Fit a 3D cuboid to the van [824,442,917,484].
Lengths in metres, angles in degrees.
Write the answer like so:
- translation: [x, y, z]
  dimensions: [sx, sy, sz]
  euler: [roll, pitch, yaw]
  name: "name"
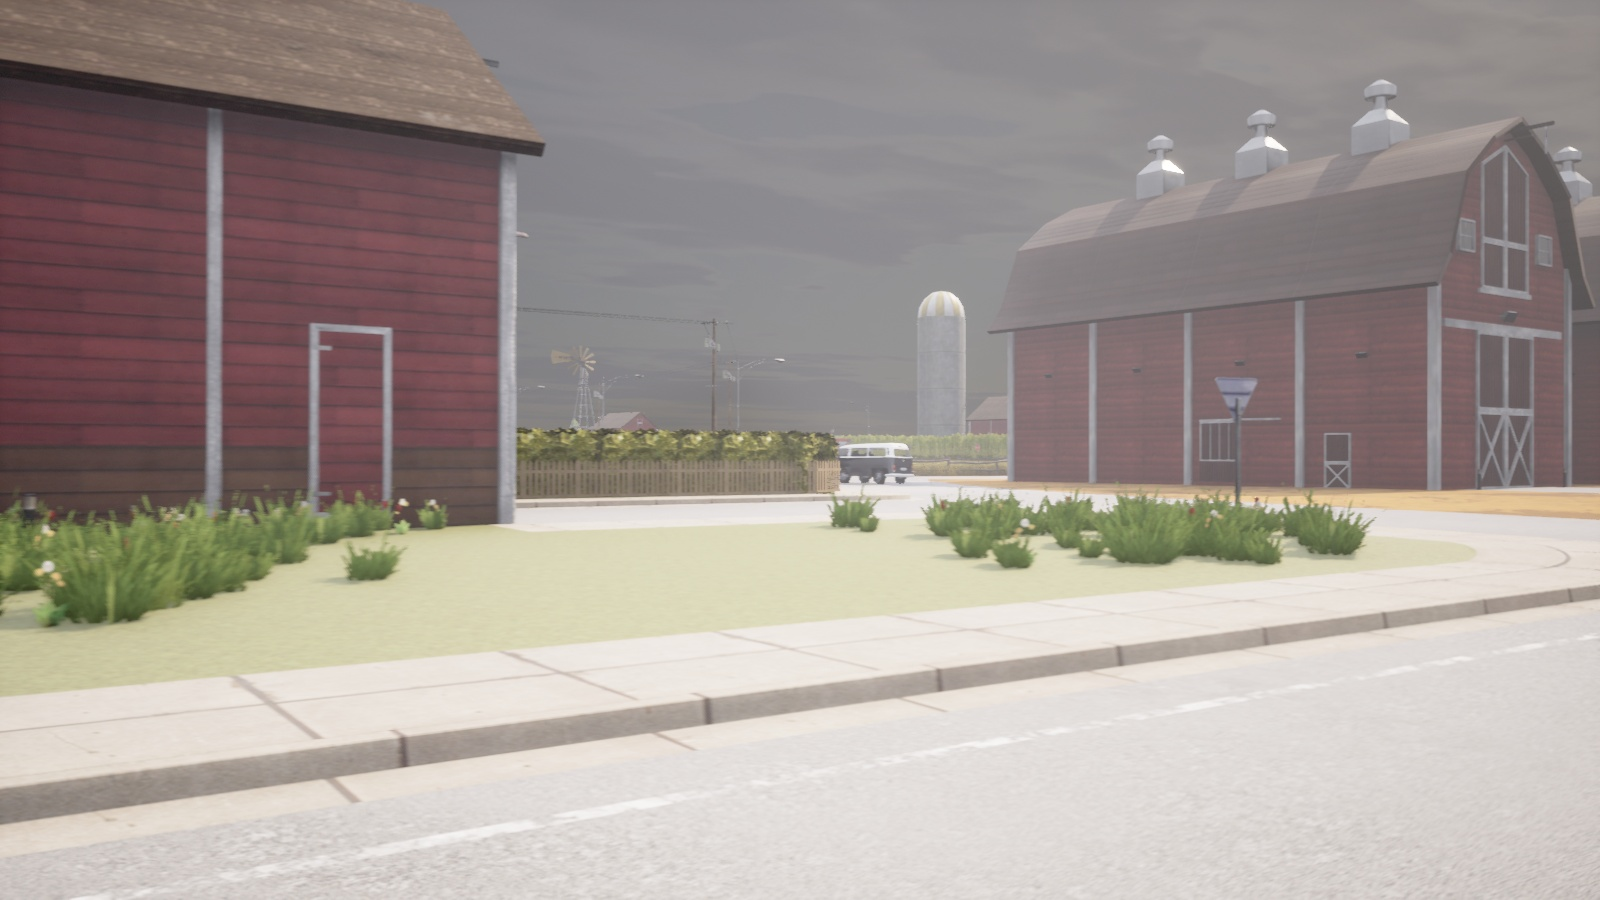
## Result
- translation: [3.511, 0.668, 63.159]
  dimensions: [2.069, 2.038, 4.480]
  euler: [2, -2, -44]
  name: "van"
